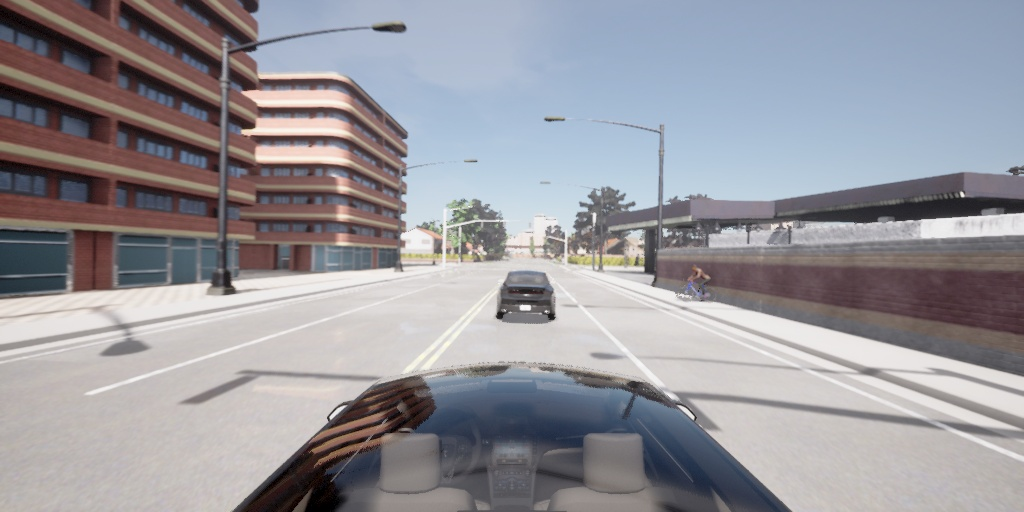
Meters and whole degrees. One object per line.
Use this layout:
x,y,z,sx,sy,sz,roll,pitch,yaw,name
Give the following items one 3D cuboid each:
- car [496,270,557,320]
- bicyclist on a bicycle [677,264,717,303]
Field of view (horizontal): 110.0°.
0.513,1.246,12.770,1.837,1.490,4.892,1,0,3,car
7.893,1.188,15.285,1.656,1.620,0.582,2,0,3,bicyclist on a bicycle
